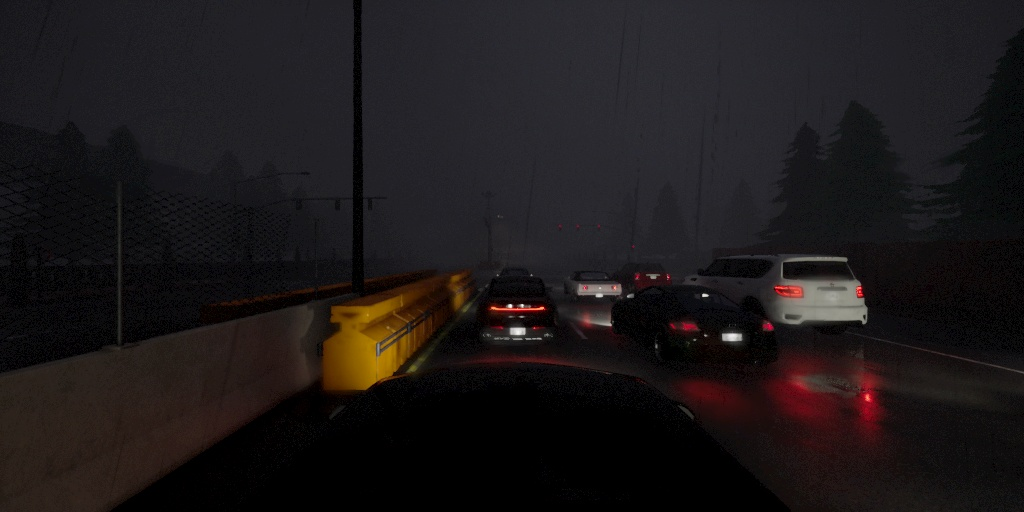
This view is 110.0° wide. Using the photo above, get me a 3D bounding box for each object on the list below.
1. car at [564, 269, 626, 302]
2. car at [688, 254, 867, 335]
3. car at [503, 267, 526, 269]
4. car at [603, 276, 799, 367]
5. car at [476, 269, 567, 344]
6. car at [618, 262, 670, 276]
[{"bbox_3d":[3.639,1.351,17.123,1.895,1.301,4.718,0,0,0],"label":"car"},{"bbox_3d":[7.124,0.971,10.641,2.150,2.045,5.566,0,0,0],"label":"car"},{"bbox_3d":[0.141,1.297,19.088,2.033,1.411,5.357,0,0,0],"label":"car"},{"bbox_3d":[3.624,1.314,7.941,1.994,1.385,4.181,0,0,-1],"label":"car"},{"bbox_3d":[0.120,1.255,9.570,1.837,1.490,4.892,0,0,0],"label":"car"},{"bbox_3d":[7.147,1.102,20.227,2.097,1.767,4.553,0,0,0],"label":"car"}]
